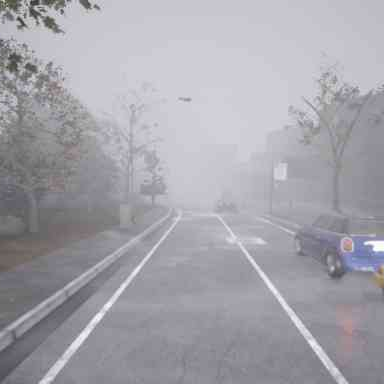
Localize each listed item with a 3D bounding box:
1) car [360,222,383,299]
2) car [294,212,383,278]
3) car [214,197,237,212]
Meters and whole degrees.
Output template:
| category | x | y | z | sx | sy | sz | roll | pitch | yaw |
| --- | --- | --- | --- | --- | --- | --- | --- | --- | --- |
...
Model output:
| category | x | y | z | sx | sy | sz | roll | pitch | yaw |
| --- | --- | --- | --- | --- | --- | --- | --- | --- | --- |
| car | 4.627 | 1.526 | 4.694 | 1.801 | 1.575 | 5.366 | 1 | 0 | 2 |
| car | 4.783 | 1.418 | 10.500 | 2.097 | 1.767 | 4.553 | 1 | 0 | 2 |
| car | 3.802 | 1.363 | 38.687 | 2.097 | 1.767 | 4.553 | 0 | 0 | -4 |
